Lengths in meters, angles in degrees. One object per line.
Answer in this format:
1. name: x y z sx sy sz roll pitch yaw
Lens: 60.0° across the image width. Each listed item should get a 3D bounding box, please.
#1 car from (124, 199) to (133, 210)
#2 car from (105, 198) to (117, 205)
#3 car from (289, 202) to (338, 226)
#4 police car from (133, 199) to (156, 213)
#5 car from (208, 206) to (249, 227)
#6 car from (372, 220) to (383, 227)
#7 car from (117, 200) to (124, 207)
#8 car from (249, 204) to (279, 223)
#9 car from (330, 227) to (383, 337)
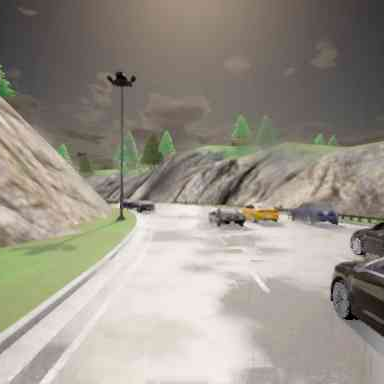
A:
1. car: -8.634 1.889 50.349 1.837 1.490 4.892 0 0 -20
2. car: -16.957 1.940 70.724 1.994 1.385 4.181 0 -1 -31
3. car: 9.248 1.548 25.734 2.097 1.767 4.553 0 0 -7
4. police car: -5.803 1.742 41.641 1.930 1.638 5.238 0 0 -16
5. car: 2.413 1.786 24.283 1.895 1.301 4.718 0 0 -7
6. car: 6.980 1.587 10.734 1.837 1.490 4.892 0 -1 -1
7. car: -10.662 1.900 55.528 1.882 1.535 5.008 0 0 -23
8. car: 5.474 1.687 27.478 1.882 1.535 5.008 0 0 -8
9. car: 3.568 1.528 4.511 2.128 1.511 4.902 0 0 0
